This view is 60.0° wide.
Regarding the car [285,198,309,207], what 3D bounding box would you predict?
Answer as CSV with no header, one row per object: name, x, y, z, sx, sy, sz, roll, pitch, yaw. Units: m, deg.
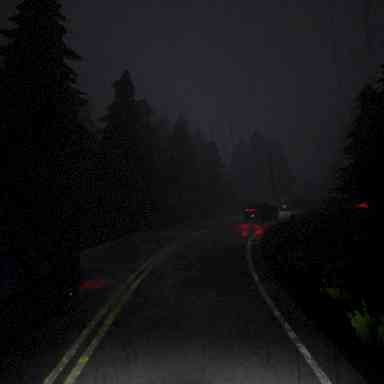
car,12.662,1.504,41.154,2.128,1.511,4.902,-6,-3,45

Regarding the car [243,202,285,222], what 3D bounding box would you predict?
car,5.618,1.519,26.760,2.128,1.511,4.902,-3,-1,28

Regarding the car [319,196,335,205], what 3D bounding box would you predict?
car,17.162,1.228,40.667,1.812,1.442,4.674,-6,-3,45

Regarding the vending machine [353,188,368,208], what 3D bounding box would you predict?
vending machine,19.489,0.676,38.421,0.880,2.100,1.100,5,-12,-42

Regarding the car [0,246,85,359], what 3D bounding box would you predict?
car,-3.239,1.584,4.929,2.033,1.411,5.357,0,0,1
